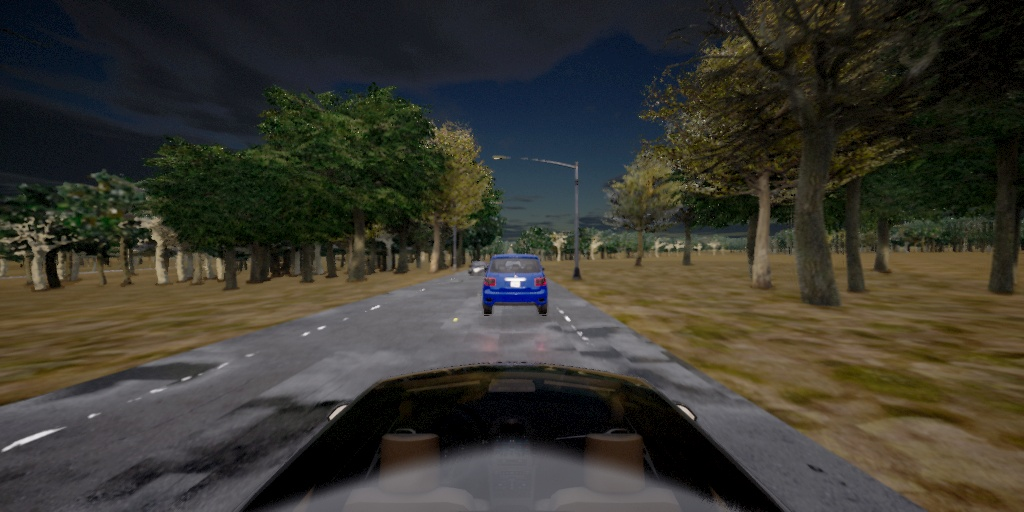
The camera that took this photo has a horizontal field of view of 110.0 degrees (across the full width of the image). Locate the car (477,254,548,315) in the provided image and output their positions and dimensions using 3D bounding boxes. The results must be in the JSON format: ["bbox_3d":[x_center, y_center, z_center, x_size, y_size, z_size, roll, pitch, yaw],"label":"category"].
[{"bbox_3d":[0.103,0.955,13.592,2.150,2.045,5.566,0,0,0],"label":"car"}]

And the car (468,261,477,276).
[{"bbox_3d":[-3.552,1.294,38.424,2.128,1.511,4.902,0,0,0],"label":"car"}]
